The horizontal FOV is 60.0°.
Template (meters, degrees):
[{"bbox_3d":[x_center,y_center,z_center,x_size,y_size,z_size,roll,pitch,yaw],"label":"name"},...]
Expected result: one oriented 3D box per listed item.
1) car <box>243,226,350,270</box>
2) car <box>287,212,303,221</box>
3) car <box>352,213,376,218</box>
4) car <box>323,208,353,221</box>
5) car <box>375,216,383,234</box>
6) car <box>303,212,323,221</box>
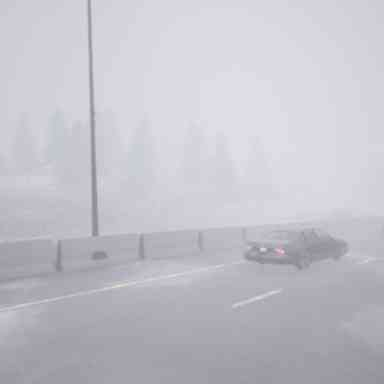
[{"bbox_3d":[4.238,2.058,13.000,5.357,1.411,2.033,2,-3,-43],"label":"car"},{"bbox_3d":[17.553,4.029,55.102,4.892,1.490,1.837,3,-4,-44],"label":"car"},{"bbox_3d":[25.401,3.743,48.098,4.181,1.385,1.994,3,-4,-44],"label":"car"},{"bbox_3d":[22.511,3.499,50.191,5.566,2.045,2.150,3,-4,-44],"label":"car"},{"bbox_3d":[15.083,2.472,23.441,5.357,1.411,2.033,2,-4,-43],"label":"car"},{"bbox_3d":[20.149,3.900,52.752,4.902,1.511,2.128,3,-4,-44],"label":"car"}]
